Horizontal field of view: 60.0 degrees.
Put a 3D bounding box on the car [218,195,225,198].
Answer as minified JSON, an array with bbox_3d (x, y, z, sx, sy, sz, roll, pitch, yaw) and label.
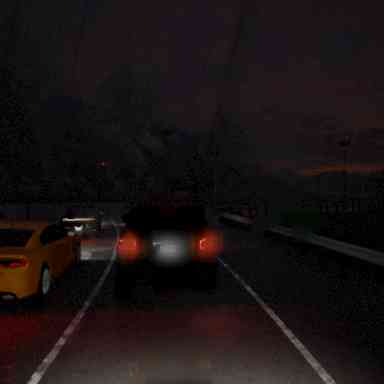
[{"bbox_3d":[7.617,1.309,73.078,4.553,1.767,2.097,0,0,-20],"label":"car"}]

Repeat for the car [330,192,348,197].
[{"bbox_3d":[37.254,1.303,83.536,4.553,1.767,2.097,0,0,-38],"label":"car"}]

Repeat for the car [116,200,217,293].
[{"bbox_3d":[-0.759,1.216,9.071,2.150,2.045,5.566,0,0,-7],"label":"car"}]

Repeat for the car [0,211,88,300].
[{"bbox_3d":[-4.167,1.472,8.343,1.882,1.535,5.008,0,0,-6],"label":"car"}]

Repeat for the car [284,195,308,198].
[{"bbox_3d":[23.948,1.492,75.519,5.357,1.411,2.033,0,0,-23],"label":"car"}]

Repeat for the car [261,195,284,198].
[{"bbox_3d":[14.571,1.506,64.494,5.357,1.411,2.033,0,0,-20],"label":"car"}]

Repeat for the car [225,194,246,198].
[{"bbox_3d":[9.817,1.508,70.157,4.181,1.385,1.994,0,0,-20],"label":"car"}]

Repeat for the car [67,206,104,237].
[{"bbox_3d":[-5.773,1.480,17.586,2.128,1.511,4.902,0,0,-14],"label":"car"}]

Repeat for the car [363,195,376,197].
[{"bbox_3d":[41.606,1.428,78.056,5.008,1.535,1.882,0,0,-38],"label":"car"}]

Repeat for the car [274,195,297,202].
[{"bbox_3d":[22.040,1.428,78.490,5.008,1.535,1.882,0,0,-23],"label":"car"}]

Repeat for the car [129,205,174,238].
[{"bbox_3d":[-2.512,1.535,19.111,2.033,1.411,5.357,0,0,-13],"label":"car"}]

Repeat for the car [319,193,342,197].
[{"bbox_3d":[28.795,1.508,70.037,4.181,1.385,1.994,0,0,-23],"label":"car"}]
